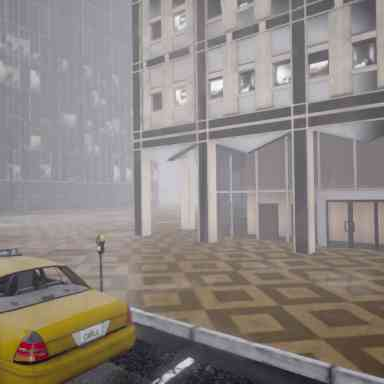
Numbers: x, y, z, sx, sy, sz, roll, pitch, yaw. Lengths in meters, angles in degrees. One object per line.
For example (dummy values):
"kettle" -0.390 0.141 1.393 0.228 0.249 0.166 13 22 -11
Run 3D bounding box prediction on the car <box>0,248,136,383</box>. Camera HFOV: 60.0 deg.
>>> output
"car" -2.988 1.528 5.021 4.829 1.417 1.752 0 -1 36
